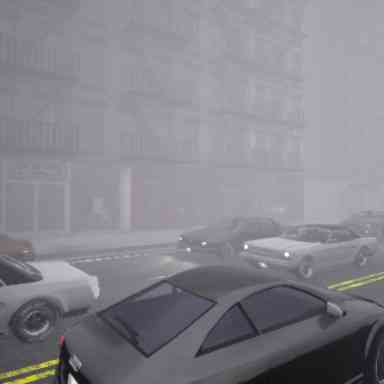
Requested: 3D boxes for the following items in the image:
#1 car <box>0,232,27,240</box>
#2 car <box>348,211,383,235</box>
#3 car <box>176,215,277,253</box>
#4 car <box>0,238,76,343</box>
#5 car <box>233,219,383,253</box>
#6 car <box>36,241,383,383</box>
[{"bbox_3d":[-6.000,1.519,7.390,4.674,1.442,1.812,1,-1,-37],"label":"car"},{"bbox_3d":[10.200,1.765,18.935,4.181,1.385,1.994,1,0,-36],"label":"car"},{"bbox_3d":[2.053,1.645,13.132,5.357,1.411,2.033,1,0,-36],"label":"car"},{"bbox_3d":[-3.944,1.596,4.858,4.718,1.301,1.895,1,0,-38],"label":"car"},{"bbox_3d":[3.729,1.695,10.327,4.718,1.301,1.895,1,0,-36],"label":"car"},{"bbox_3d":[0.663,1.593,3.912,4.181,1.385,1.994,1,0,-35],"label":"car"}]
